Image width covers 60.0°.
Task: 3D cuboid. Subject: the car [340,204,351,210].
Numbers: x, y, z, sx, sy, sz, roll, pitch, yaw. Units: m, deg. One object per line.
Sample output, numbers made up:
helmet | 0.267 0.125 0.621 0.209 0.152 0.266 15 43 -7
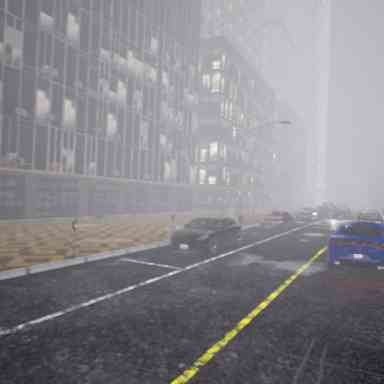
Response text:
car | 36.553 3.479 79.041 1.947 1.339 4.313 2 0 29

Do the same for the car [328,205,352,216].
car | 18.136 2.571 40.203 1.895 1.301 4.718 2 -1 29

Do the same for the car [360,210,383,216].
car | 14.244 2.325 26.699 1.895 1.301 4.718 2 -1 29

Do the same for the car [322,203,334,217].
car | 17.289 2.516 44.174 1.887 1.381 4.507 2 0 29

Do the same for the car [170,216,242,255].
car | 0.777 1.715 14.289 1.947 1.339 4.313 2 0 29

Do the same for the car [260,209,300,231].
car | 6.280 2.007 24.249 1.802 1.307 4.206 2 0 29

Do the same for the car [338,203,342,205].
car | 22.792 2.824 54.136 1.802 1.307 4.206 2 0 29

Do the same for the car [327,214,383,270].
car | 6.090 1.794 11.935 1.882 1.535 5.008 2 -1 29

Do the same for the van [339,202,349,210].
van | 33.810 3.121 74.061 1.690 1.788 3.998 2 0 29

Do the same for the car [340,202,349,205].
car | 31.053 3.086 69.079 1.967 1.590 4.097 2 0 29

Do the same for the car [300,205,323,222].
car | 11.785 2.250 34.212 2.008 1.369 4.403 2 0 29
